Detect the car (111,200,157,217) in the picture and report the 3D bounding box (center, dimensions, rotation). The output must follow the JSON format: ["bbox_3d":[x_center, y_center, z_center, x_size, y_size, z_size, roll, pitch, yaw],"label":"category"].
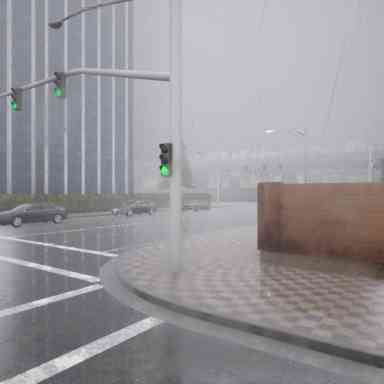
[{"bbox_3d":[-5.298,1.492,30.968,2.128,1.511,4.902,0,0,35],"label":"car"}]

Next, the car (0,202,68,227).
[{"bbox_3d":[-11.008,1.505,22.940,1.837,1.490,4.892,0,0,35],"label":"car"}]

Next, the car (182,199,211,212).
[{"bbox_3d":[0.480,1.564,39.072,1.994,1.385,4.181,0,0,35],"label":"car"}]
